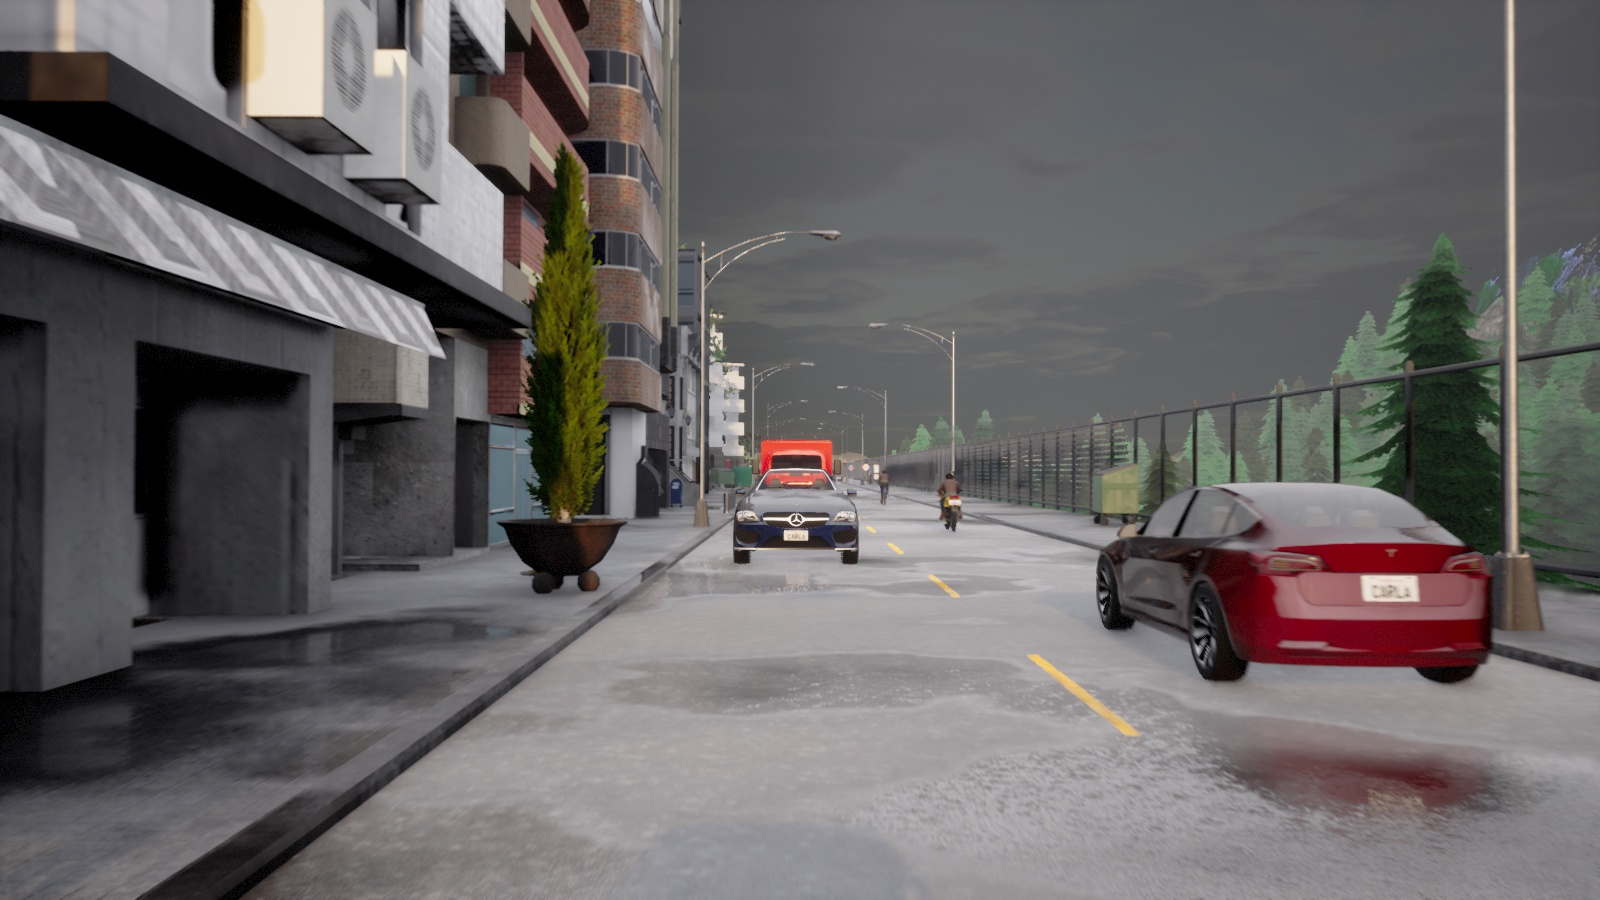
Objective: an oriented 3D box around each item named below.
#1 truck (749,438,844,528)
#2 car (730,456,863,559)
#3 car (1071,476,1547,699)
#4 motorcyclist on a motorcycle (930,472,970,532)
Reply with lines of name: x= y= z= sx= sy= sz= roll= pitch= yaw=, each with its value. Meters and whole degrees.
truck: x=-0.099 y=0.954 z=37.402 sx=2.627 sy=2.467 sz=5.204 roll=0 pitch=-1 yaw=0
car: x=-0.061 y=0.976 z=22.846 sx=2.152 sy=1.651 sz=5.027 roll=0 pitch=-1 yaw=0
car: x=3.970 y=0.981 z=10.915 sx=2.163 sy=1.488 sz=4.792 roll=0 pitch=-1 yaw=0
motorcyclist on a motorcycle: x=3.915 y=1.331 z=32.859 sx=0.797 sy=1.523 sz=2.044 roll=0 pitch=-1 yaw=0
